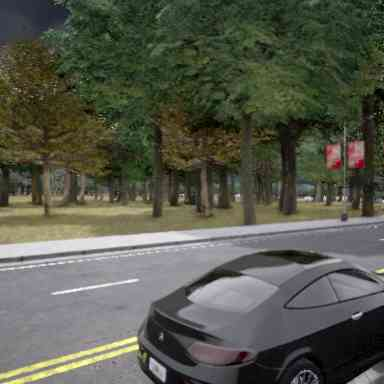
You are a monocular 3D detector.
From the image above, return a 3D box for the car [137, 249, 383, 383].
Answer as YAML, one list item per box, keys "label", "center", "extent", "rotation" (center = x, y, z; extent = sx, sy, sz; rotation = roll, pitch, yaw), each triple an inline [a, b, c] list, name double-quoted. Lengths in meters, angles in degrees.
- label: "car"
  center: [1.543, 1.541, 4.540]
  extent: [4.674, 1.442, 1.812]
  rotation: [0, 0, -35]
